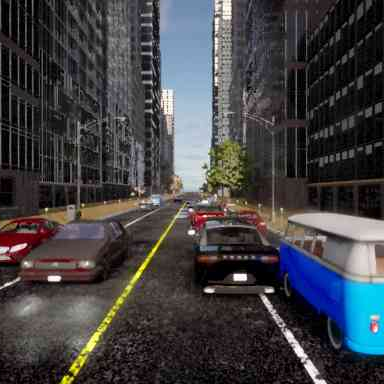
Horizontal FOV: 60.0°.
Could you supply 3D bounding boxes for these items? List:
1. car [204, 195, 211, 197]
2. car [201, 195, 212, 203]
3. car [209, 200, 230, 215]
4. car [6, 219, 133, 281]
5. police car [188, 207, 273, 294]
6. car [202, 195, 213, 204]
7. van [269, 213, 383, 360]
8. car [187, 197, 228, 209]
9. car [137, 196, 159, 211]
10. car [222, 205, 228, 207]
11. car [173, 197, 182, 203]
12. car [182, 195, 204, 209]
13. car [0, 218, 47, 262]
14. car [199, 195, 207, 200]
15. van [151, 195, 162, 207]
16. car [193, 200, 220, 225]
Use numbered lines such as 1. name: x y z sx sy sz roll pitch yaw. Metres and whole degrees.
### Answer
1. car: 2.842 1.544 45.653 2.008 1.369 4.403 0 0 0
2. car: 2.918 1.401 68.422 1.967 1.590 4.097 0 0 0
3. car: 2.804 1.581 34.268 1.802 1.307 4.206 0 0 0
4. car: -3.068 1.547 10.086 2.033 1.411 5.357 0 0 0
5. police car: 0.929 1.425 8.941 1.930 1.638 5.238 0 0 0
6. car: 2.899 1.410 62.730 1.967 1.590 4.097 0 0 0
7. van: 2.709 1.341 5.807 1.690 1.788 3.998 0 0 0
8. car: 0.912 1.351 18.794 2.097 1.767 4.553 0 0 0
9. car: -5.558 1.548 39.992 2.008 1.369 4.403 0 0 0
10. car: 2.747 1.581 17.190 1.802 1.307 4.206 0 0 0
11. car: -2.779 1.564 67.073 1.895 1.301 4.718 0 0 0
12. car: 0.160 1.485 45.729 2.128 1.511 4.902 0 0 0
13. car: -5.653 1.582 11.529 1.802 1.307 4.206 0 0 0
14. car: 2.994 1.462 91.193 1.887 1.381 4.507 0 0 0
15. van: -5.520 1.328 51.377 1.690 1.788 3.998 0 0 0
16. car: 0.983 1.455 25.021 1.801 1.575 5.366 0 0 0
